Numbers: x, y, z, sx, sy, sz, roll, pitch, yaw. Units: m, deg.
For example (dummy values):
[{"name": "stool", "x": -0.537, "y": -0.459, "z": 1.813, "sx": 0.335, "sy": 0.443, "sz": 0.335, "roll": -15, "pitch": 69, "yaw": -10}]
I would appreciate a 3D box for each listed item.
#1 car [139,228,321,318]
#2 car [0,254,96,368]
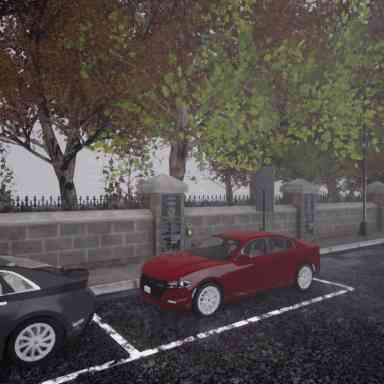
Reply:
[{"name": "car", "x": 1.012, "y": 1.545, "z": 7.421, "sx": 4.507, "sy": 1.381, "sz": 1.887, "roll": 0, "pitch": 0, "yaw": -35}, {"name": "car", "x": -3.478, "y": 1.551, "z": 4.174, "sx": 4.403, "sy": 1.369, "sz": 2.008, "roll": 0, "pitch": 0, "yaw": -35}]
